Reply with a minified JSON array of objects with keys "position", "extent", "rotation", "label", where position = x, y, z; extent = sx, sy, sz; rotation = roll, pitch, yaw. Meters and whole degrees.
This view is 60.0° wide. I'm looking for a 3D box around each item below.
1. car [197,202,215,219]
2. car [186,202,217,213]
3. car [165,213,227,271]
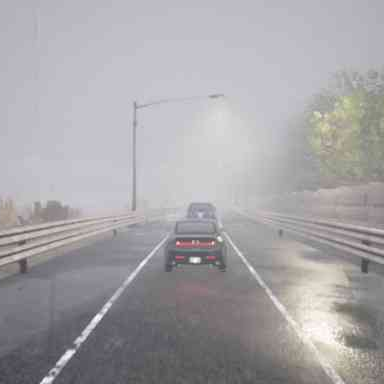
[{"position":[1.973,2.425,44.335],"extent":[2.150,2.045,5.566],"rotation":[0,-2,4],"label":"car"},{"position":[0.720,1.814,25.411],"extent":[2.150,2.045,5.566],"rotation":[0,-2,3],"label":"car"},{"position":[0.141,1.670,11.486],"extent":[1.837,1.490,4.892],"rotation":[0,-2,1],"label":"car"}]
